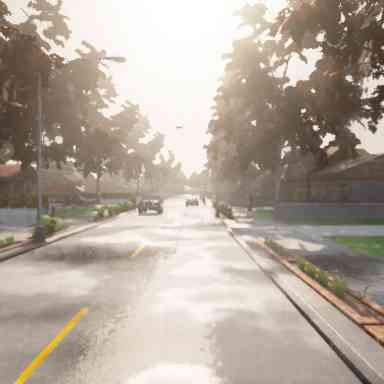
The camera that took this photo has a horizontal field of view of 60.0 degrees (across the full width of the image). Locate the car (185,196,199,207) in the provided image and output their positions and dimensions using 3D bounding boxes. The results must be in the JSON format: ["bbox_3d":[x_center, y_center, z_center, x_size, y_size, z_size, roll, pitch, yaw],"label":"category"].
[{"bbox_3d":[0.006,1.475,50.706,1.994,1.385,4.181,0,0,0],"label":"car"}]

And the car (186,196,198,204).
[{"bbox_3d":[0.008,1.457,60.742,1.994,1.385,4.181,0,0,0],"label":"car"}]

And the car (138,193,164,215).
[{"bbox_3d":[-4.086,1.161,33.890,2.150,2.045,5.566,0,0,0],"label":"car"}]

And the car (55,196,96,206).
[{"bbox_3d":[-16.633,1.243,47.581,5.357,1.415,2.033,0,0,0],"label":"car"}]
